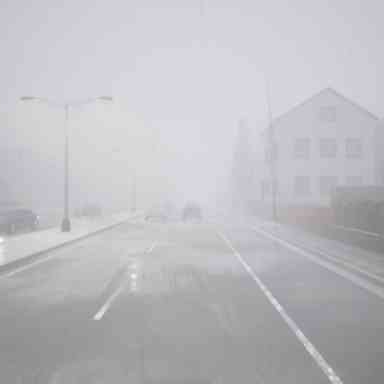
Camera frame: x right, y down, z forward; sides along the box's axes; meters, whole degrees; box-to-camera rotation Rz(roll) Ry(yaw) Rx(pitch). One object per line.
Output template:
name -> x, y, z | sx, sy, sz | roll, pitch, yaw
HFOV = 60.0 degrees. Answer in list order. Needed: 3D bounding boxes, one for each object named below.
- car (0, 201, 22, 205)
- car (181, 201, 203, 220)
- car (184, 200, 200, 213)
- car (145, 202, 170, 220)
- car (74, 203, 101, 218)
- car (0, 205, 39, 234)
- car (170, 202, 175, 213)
car -> -15.003, 1.429, 26.191 | 2.097, 1.767, 4.553 | 0, -1, 0
car -> 0.004, 1.955, 32.974 | 1.837, 1.490, 4.892 | 0, -1, 0
car -> 0.034, 1.983, 46.393 | 2.097, 1.767, 4.553 | 0, -1, 1
car -> -3.497, 1.977, 33.122 | 1.812, 1.442, 4.674 | 0, -1, 0
car -> -11.509, 1.997, 37.020 | 2.128, 1.511, 4.902 | 0, -1, 0
car -> -11.590, 1.795, 21.332 | 1.837, 1.490, 4.892 | 0, -1, 0
car -> -3.463, 2.114, 46.762 | 1.882, 1.535, 5.008 | 0, -1, 1
